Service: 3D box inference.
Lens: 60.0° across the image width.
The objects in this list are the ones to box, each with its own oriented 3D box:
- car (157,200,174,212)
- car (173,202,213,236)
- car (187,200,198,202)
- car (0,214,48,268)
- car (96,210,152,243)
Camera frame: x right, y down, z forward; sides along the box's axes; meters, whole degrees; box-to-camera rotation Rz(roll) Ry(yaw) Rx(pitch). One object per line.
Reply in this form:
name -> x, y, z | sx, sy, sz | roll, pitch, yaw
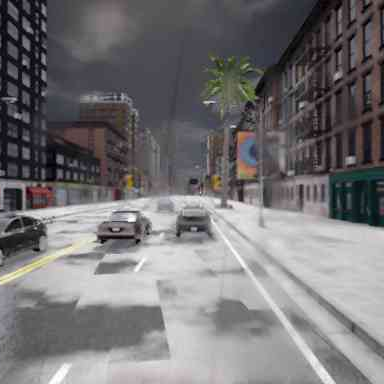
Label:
car -> -3.154, 1.654, 40.236 | 1.812, 1.442, 4.674 | 0, 0, 0
car -> 0.098, 1.565, 18.803 | 1.837, 1.490, 4.892 | 0, 0, 0
car -> 0.096, 1.656, 40.921 | 1.812, 1.442, 4.674 | 0, 0, 0
car -> -6.574, 1.540, 11.238 | 1.837, 1.490, 4.892 | 0, 0, 0
car -> -3.148, 1.598, 16.255 | 2.033, 1.411, 5.357 | 0, 0, 0
